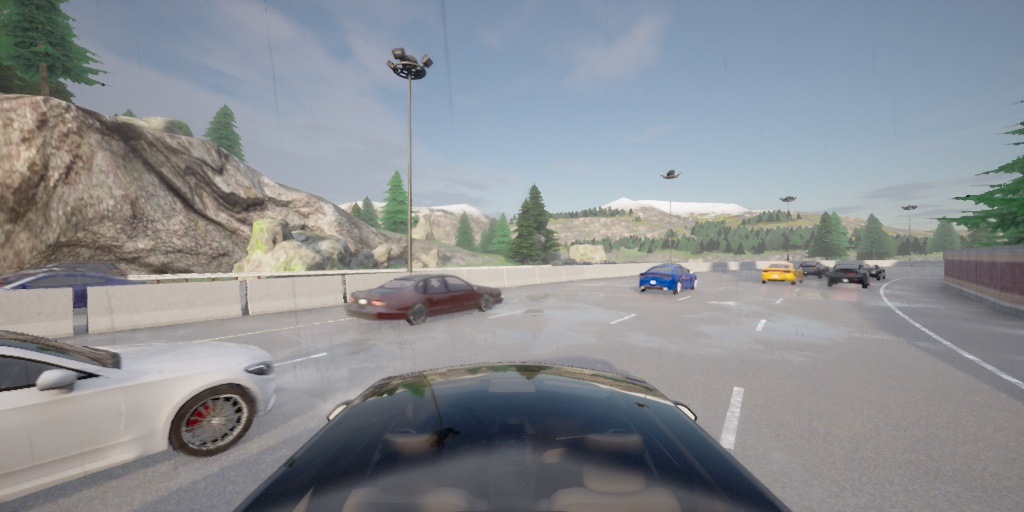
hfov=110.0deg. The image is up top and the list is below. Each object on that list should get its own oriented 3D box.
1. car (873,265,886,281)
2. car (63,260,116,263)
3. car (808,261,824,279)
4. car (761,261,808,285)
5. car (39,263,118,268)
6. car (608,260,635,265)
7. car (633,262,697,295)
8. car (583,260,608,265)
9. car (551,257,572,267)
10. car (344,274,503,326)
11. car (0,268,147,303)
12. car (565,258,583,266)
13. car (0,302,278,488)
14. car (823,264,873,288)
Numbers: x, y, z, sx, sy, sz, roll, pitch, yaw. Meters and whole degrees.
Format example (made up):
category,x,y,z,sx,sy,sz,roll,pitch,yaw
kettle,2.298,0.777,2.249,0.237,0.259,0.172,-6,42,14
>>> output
category,x,y,z,sx,sy,sz,roll,pitch,yaw
car,30.222,1.351,30.478,4.718,1.301,1.895,0,0,-39
car,-23.441,1.102,18.843,2.097,1.767,4.553,0,0,35
car,27.517,1.241,32.770,4.902,1.511,2.128,0,0,-39
car,19.730,1.228,26.083,5.008,1.535,1.882,0,0,-43
car,-21.027,1.241,16.188,2.128,1.511,4.902,0,0,34
car,14.516,1.303,45.053,4.674,1.442,1.812,0,0,-39
car,8.835,1.228,20.088,1.882,1.535,5.008,0,-1,42
car,12.245,1.248,47.717,4.902,1.511,2.128,0,0,-39
car,7.874,1.105,53.186,4.553,1.767,2.097,0,0,-39
car,-2.572,1.297,11.799,2.033,1.411,5.357,0,0,37
car,-15.408,1.276,12.015,1.812,1.442,4.674,0,0,34
car,10.003,1.322,50.404,4.181,1.385,1.994,0,0,-39
car,-4.538,1.276,2.768,1.812,1.442,4.674,0,0,33
car,22.257,1.255,23.659,4.892,1.490,1.837,0,0,-43
